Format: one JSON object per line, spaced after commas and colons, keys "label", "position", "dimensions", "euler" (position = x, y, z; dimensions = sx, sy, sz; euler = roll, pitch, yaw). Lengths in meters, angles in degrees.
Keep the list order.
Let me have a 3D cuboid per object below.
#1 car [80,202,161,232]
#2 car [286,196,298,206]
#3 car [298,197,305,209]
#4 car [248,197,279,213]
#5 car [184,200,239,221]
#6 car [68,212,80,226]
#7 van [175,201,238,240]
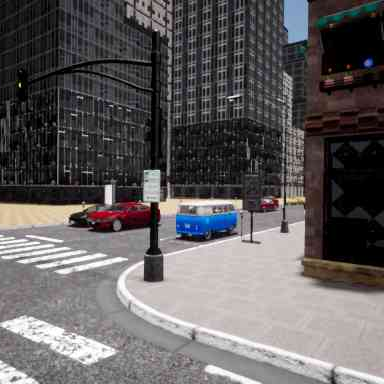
{"label": "car", "position": [-3.974, 1.418, 20.209], "dimensions": [1.882, 1.535, 5.008], "euler": [1, 1, 34]}
{"label": "car", "position": [16.447, 1.364, 53.270], "dimensions": [1.752, 1.417, 4.829], "euler": [1, 1, 36]}
{"label": "car", "position": [15.655, 1.429, 42.299], "dimensions": [2.128, 1.511, 4.902], "euler": [1, 1, 36]}
{"label": "car", "position": [7.778, 1.505, 36.660], "dimensions": [1.895, 1.301, 4.718], "euler": [1, 1, 36]}
{"label": "car", "position": [1.780, 1.469, 28.268], "dimensions": [2.033, 1.411, 5.357], "euler": [1, 1, 36]}
{"label": "car", "position": [-5.960, 1.467, 21.892], "dimensions": [1.947, 1.339, 4.313], "euler": [1, 1, 36]}
{"label": "van", "position": [0.862, 1.368, 17.019], "dimensions": [1.690, 1.788, 3.998], "euler": [1, 1, 36]}
